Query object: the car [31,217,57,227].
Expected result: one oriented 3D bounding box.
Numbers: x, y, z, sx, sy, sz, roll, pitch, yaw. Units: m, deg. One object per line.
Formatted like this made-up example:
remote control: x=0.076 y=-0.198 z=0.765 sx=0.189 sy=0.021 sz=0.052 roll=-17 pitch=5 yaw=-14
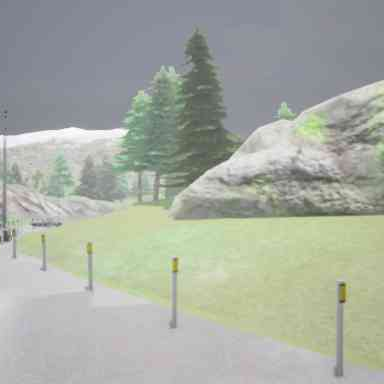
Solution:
car: x=-19.833 y=4.097 z=45.335 sx=1.895 sy=1.301 sz=4.718 roll=1 pitch=-5 yaw=4
